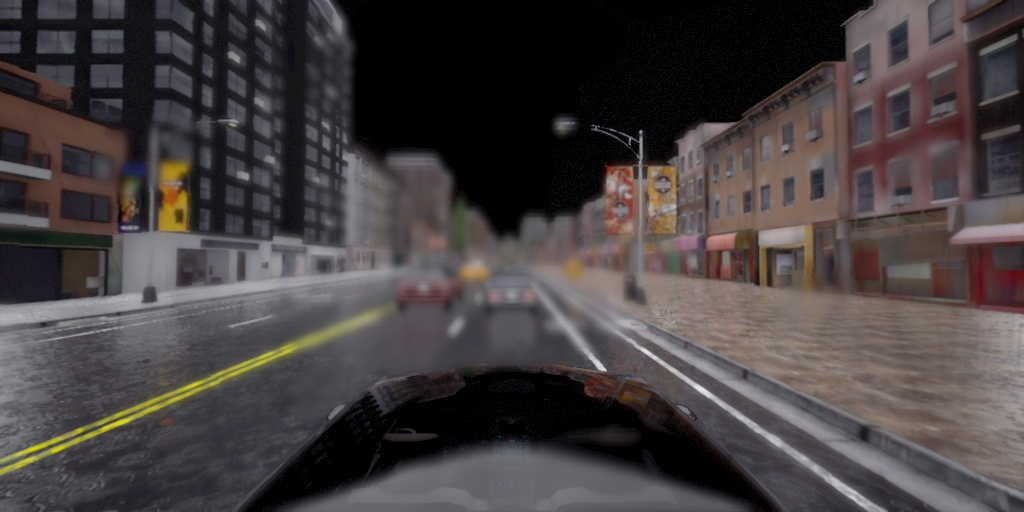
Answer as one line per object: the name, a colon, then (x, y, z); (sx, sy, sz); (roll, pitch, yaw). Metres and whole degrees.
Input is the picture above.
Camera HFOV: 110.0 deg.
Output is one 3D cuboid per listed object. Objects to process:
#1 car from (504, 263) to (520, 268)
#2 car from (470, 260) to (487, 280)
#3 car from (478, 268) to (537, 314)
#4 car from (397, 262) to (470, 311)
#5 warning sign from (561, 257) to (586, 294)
car: (0.017, 1.530, 30.113); (1.895, 1.301, 4.718); (0, 0, 0)
car: (-3.221, 1.410, 31.104); (1.882, 1.535, 5.008); (0, 0, 1)
car: (0.009, 1.403, 14.389); (2.033, 1.411, 5.357); (0, 0, 0)
car: (-3.229, 1.212, 15.292); (2.097, 1.767, 4.553); (0, 0, 0)
warning sign: (3.226, 0.996, 18.605); (1.300, 1.860, 1.060); (0, 0, 0)
